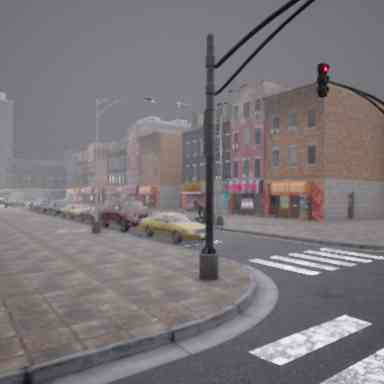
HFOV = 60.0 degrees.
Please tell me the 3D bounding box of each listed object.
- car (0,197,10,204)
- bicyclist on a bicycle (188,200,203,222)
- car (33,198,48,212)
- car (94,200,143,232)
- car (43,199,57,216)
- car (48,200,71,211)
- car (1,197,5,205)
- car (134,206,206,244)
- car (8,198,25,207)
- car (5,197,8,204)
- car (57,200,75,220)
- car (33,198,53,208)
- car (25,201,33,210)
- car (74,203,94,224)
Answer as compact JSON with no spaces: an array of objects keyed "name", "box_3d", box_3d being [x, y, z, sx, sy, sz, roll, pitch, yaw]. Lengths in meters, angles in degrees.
[{"name":"car","box_3d":[-42.232,1.850,74.453,1.947,1.339,4.313,0,0,-36]},{"name":"bicyclist on a bicycle","box_3d":[0.378,1.450,24.582,1.656,1.620,0.582,0,0,-36]},{"name":"car","box_3d":[-16.859,1.729,38.975,1.947,1.339,4.313,0,0,-36]},{"name":"car","box_3d":[-4.172,1.419,21.238,2.192,1.841,5.009,0,0,-36]},{"name":"car","box_3d":[-13.688,1.714,34.541,1.947,1.339,4.313,0,0,-36]},{"name":"car","box_3d":[-18.226,1.803,45.590,1.895,1.301,4.718,1,0,-36]},{"name":"car","box_3d":[-35.889,1.820,65.584,1.947,1.339,4.313,0,0,-36]},{"name":"car","box_3d":[-0.903,1.615,16.664,1.752,1.417,4.829,0,0,-36]},{"name":"car","box_3d":[-29.546,1.775,56.715,2.008,1.369,4.403,0,0,-36]},{"name":"car","box_3d":[-32.618,1.764,61.011,1.752,1.417,4.829,0,0,-36]},{"name":"car","box_3d":[-10.417,1.658,29.968,1.752,1.417,4.829,0,0,-36]},{"name":"car","box_3d":[-24.221,1.708,53.971,1.882,1.535,5.008,1,0,-36]},{"name":"car","box_3d":[-20.031,1.729,43.410,2.008,1.369,4.403,0,0,-36]},{"name":"car","box_3d":[-7.345,1.701,25.671,1.802,1.307,4.206,0,0,-36]}]
